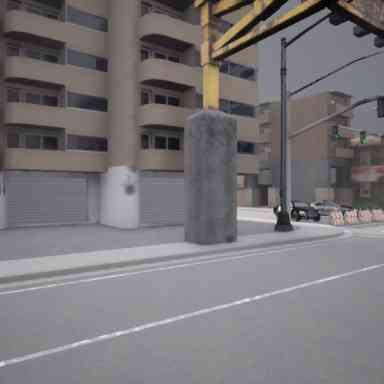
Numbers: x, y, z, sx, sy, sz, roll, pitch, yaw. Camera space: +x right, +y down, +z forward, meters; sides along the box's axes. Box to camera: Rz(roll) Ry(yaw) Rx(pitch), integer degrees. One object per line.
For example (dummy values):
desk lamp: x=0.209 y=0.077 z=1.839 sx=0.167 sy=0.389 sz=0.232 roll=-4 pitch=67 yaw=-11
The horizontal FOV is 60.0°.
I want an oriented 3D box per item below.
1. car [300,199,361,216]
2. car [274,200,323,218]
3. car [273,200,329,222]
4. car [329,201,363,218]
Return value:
car: x=11.872 y=1.295 z=28.562 sx=4.536 sy=1.218 sz=1.853 roll=0 pitch=0 yaw=35
car: x=8.321 y=1.295 z=26.449 sx=1.853 sy=1.218 sz=4.536 roll=0 pitch=0 yaw=-10
car: x=8.331 y=1.452 z=26.398 sx=2.038 sy=1.542 sz=4.974 roll=0 pitch=0 yaw=-10
car: x=11.915 y=1.452 z=28.533 sx=4.974 sy=1.542 sz=2.038 roll=0 pitch=0 yaw=35
